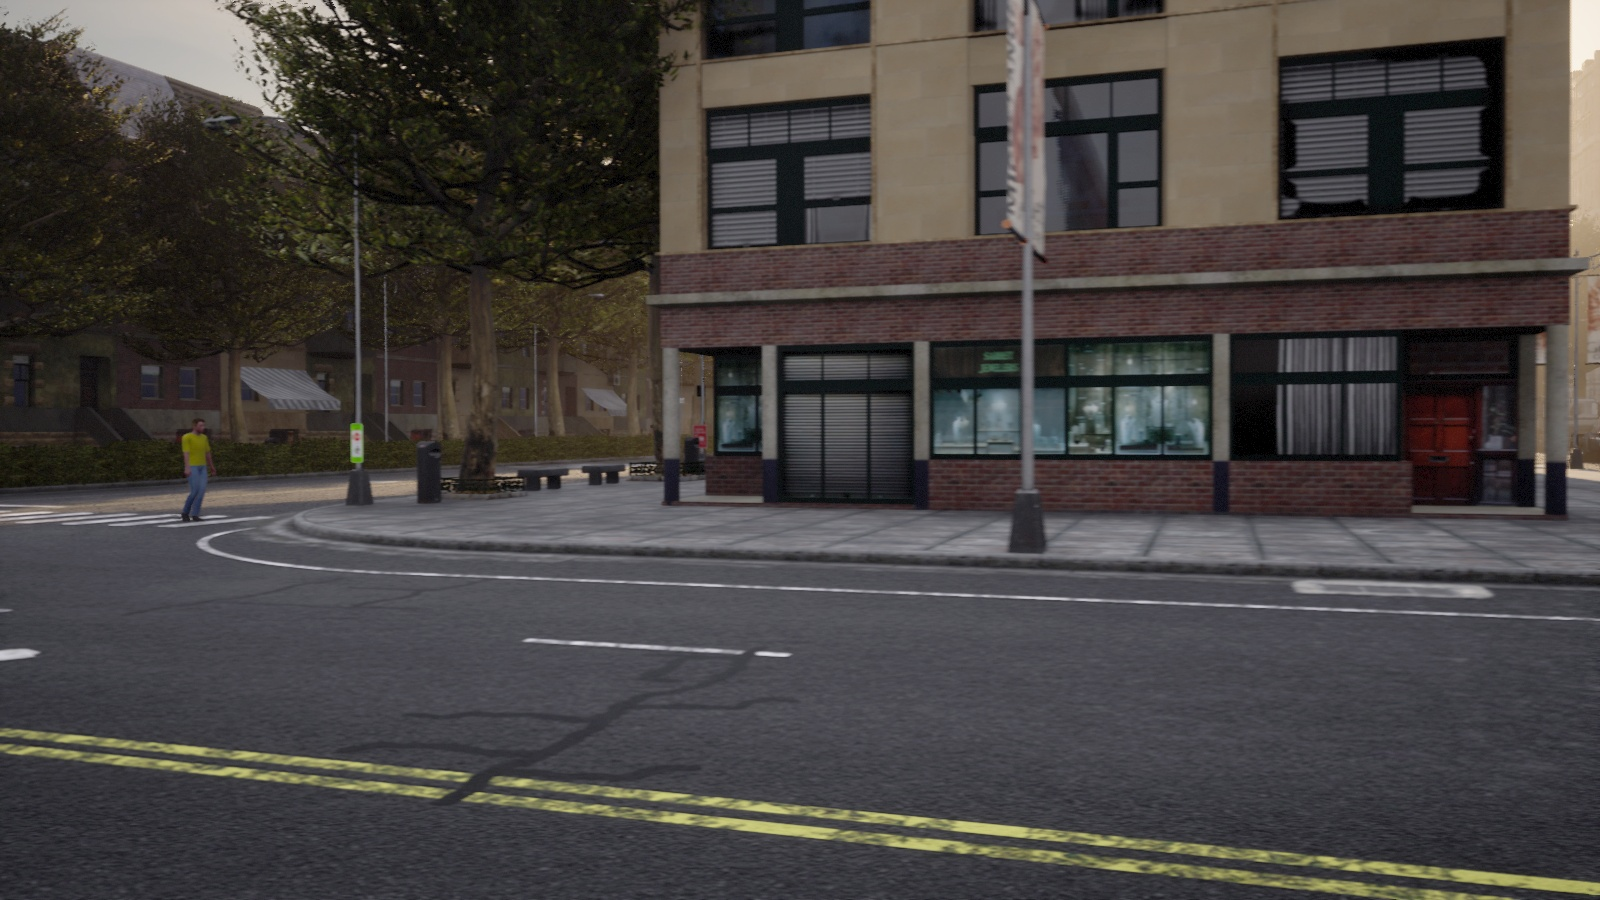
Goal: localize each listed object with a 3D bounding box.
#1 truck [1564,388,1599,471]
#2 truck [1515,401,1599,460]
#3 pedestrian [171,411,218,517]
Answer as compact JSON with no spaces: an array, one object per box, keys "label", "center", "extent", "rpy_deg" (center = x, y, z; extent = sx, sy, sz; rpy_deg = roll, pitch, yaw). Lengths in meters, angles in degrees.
[{"label":"truck","center":[35.162,-0.878,53.354],"extent":[2.891,3.462,7.936],"rpy_deg":[1,1,18]},{"label":"truck","center":[47.167,-1.234,78.398],"extent":[2.891,3.462,7.936],"rpy_deg":[1,1,18]},{"label":"pedestrian","center":[-10.648,0.234,22.078],"extent":[0.706,1.836,0.354],"rpy_deg":[1,1,22]}]
